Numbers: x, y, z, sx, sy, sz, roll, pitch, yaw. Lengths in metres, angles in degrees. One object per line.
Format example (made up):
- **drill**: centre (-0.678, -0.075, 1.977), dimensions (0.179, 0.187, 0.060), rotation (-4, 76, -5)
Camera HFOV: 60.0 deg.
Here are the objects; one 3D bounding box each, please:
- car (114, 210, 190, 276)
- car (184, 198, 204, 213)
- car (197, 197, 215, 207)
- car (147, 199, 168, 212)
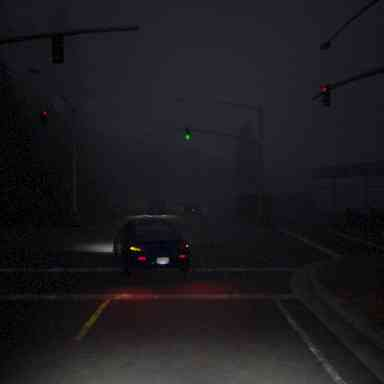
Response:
- **car**: centre (-1.384, 1.533, 10.451), dimensions (1.812, 1.442, 4.674), rotation (0, 0, -17)
- **car**: centre (0.095, 1.626, 37.305), dimensions (1.895, 1.301, 4.718), rotation (0, 0, 0)
- **car**: centre (1.210, 1.540, 51.434), dimensions (4.892, 1.490, 1.837), rotation (0, -1, -31)
- **car**: centre (-3.549, 1.527, 34.928), dimensions (1.837, 1.490, 4.892), rotation (0, 0, 1)
